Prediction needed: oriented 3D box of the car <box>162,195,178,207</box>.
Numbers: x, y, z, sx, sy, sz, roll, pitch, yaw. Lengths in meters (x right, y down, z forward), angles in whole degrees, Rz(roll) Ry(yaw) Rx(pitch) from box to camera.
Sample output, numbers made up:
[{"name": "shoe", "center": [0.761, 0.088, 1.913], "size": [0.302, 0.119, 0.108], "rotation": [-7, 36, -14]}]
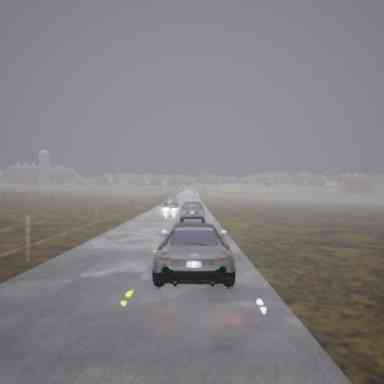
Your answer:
[{"name": "car", "center": [-2.887, 1.162, 45.241], "size": [2.128, 1.511, 4.902], "rotation": [0, 1, 0]}]

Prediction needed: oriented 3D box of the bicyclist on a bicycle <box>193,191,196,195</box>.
[{"name": "bicyclist on a bicycle", "center": [0.775, 0.255, 87.971], "size": [0.659, 1.776, 1.843], "rotation": [0, 2, 0]}]

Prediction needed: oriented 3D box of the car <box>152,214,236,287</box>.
[{"name": "car", "center": [0.054, 1.544, 9.265], "size": [1.994, 1.385, 4.181], "rotation": [0, 0, 0]}]

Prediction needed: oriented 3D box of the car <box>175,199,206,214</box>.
[{"name": "car", "center": [0.040, 1.438, 25.190], "size": [2.033, 1.411, 5.357], "rotation": [0, 0, 0]}]
